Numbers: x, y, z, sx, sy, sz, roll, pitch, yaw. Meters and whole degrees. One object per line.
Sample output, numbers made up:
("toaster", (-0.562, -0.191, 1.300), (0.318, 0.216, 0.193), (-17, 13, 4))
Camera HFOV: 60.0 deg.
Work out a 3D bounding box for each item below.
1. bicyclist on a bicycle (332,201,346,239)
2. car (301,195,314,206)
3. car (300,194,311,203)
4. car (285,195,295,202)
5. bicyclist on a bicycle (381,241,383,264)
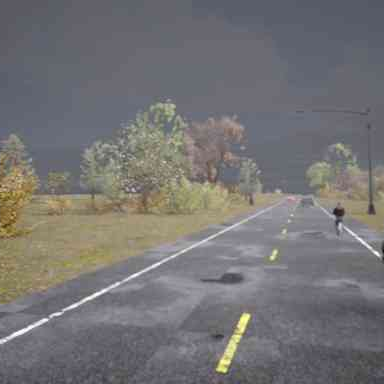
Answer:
("bicyclist on a bicycle", (7.188, 1.335, 16.274), (0.659, 1.776, 1.843), (-1, 0, 18))
("car", (19.353, 1.484, 55.789), (2.128, 1.511, 4.902), (-1, 0, 18))
("car", (23.886, 1.351, 69.827), (2.097, 1.767, 4.553), (-1, 0, 18))
("car", (22.948, 1.433, 78.133), (2.097, 1.767, 4.553), (-1, 0, 18))
("bicyclist on a bicycle", (3.851, 1.416, 6.176), (0.582, 1.620, 1.656), (-1, -1, 18))
